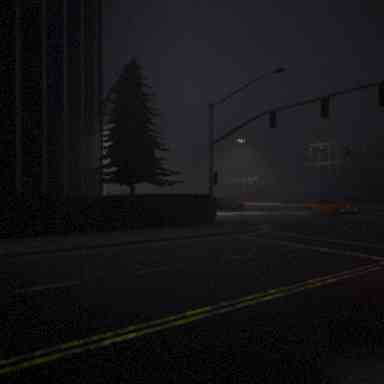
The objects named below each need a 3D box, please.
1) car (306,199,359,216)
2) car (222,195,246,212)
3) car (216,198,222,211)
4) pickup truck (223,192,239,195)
[{"bbox_3d":[13.246,1.407,31.753,1.882,1.535,5.008,1,0,-31],"label":"car"},{"bbox_3d":[4.003,1.416,38.295,1.882,1.535,5.008,0,0,-36],"label":"car"},{"bbox_3d":[0.776,1.299,36.779,2.097,1.767,4.553,0,0,-36],"label":"car"},{"bbox_3d":[7.922,0.949,67.253,2.390,2.098,6.274,0,0,-6],"label":"pickup truck"}]
